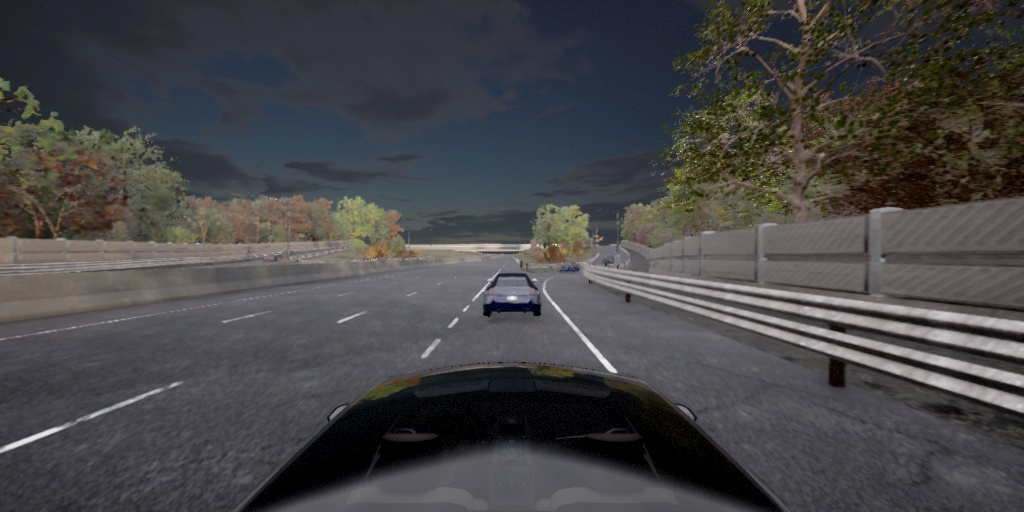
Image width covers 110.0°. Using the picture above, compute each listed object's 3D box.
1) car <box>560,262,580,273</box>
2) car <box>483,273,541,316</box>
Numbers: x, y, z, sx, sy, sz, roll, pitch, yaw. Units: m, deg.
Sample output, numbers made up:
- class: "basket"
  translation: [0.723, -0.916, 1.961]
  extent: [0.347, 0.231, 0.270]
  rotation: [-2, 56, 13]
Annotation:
- class: "car"
  translation: [8.985, 1.663, 54.785]
  extent: [2.097, 1.767, 4.553]
  rotation: [0, -1, 25]
- class: "car"
  translation: [0.015, 1.319, 13.502]
  extent: [1.994, 1.385, 4.181]
  rotation: [0, 0, 0]
